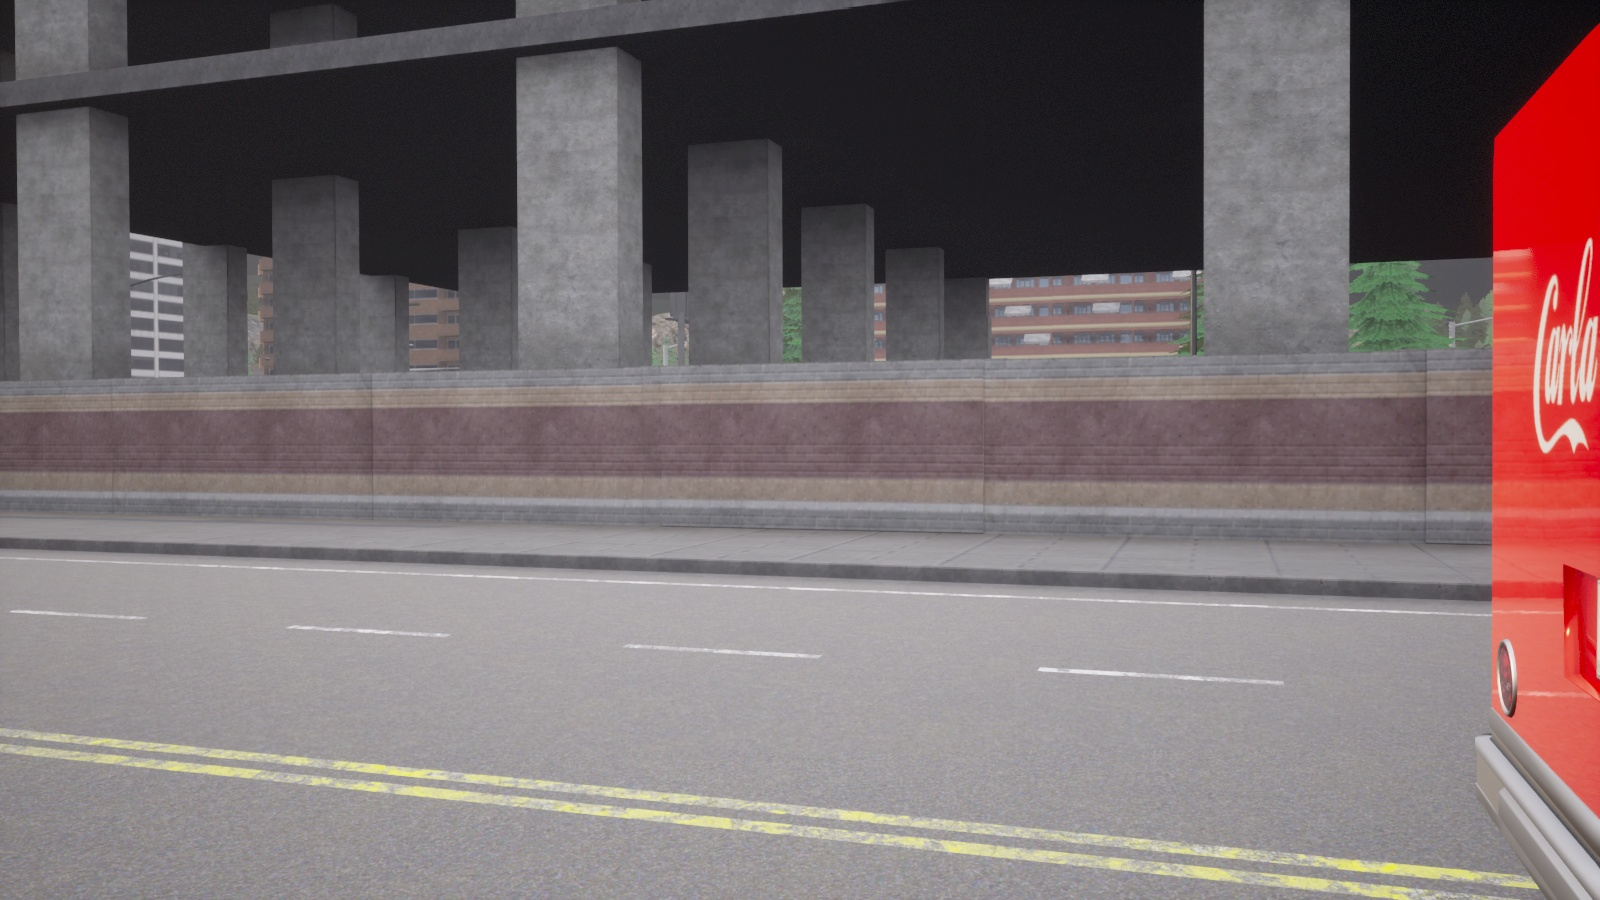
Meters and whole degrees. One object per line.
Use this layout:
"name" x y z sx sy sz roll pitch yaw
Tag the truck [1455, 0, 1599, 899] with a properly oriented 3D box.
"truck" 4.085 0.326 1.809 5.204 2.467 2.627 1 1 19
